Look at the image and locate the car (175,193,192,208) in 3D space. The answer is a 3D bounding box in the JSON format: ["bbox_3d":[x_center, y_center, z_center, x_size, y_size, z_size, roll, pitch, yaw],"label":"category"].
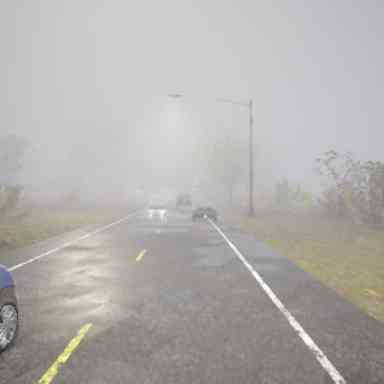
[{"bbox_3d":[-1.108,1.175,46.712,2.150,2.045,5.566,0,0,-3],"label":"car"}]

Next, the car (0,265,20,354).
[{"bbox_3d":[-3.613,1.358,3.039,2.097,1.767,4.553,0,0,0],"label":"car"}]

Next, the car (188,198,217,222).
[{"bbox_3d":[0.886,1.482,25.854,1.837,1.490,4.892,0,0,-2],"label":"car"}]

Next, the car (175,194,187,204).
[{"bbox_3d":[-2.183,1.271,64.318,2.097,1.767,4.553,0,0,-4],"label":"car"}]

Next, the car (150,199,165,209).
[{"bbox_3d":[-4.644,1.563,45.242,1.895,1.301,4.718,0,0,-2],"label":"car"}]
